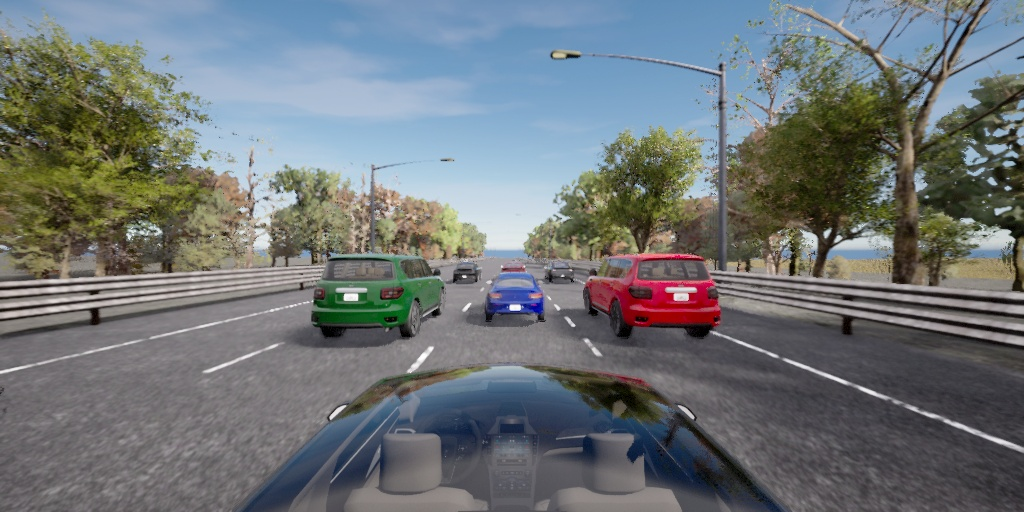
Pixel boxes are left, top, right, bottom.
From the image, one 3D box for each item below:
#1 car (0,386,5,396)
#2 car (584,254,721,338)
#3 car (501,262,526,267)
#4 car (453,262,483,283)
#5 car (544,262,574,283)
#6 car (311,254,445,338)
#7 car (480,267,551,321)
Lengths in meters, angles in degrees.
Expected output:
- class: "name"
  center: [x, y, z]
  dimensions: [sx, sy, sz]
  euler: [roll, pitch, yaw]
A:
- class: "car"
  center: [-6.900, 1.297, 1.662]
  dimensions: [2.033, 1.411, 5.357]
  euler: [0, 0, 0]
- class: "car"
  center: [3.600, 0.964, 10.308]
  dimensions: [2.150, 2.045, 5.566]
  euler: [0, 0, 0]
- class: "car"
  center: [0.096, 1.202, 29.491]
  dimensions: [1.882, 1.535, 5.008]
  euler: [0, 0, 0]
- class: "car"
  center: [-3.403, 1.231, 28.003]
  dimensions: [1.837, 1.490, 4.892]
  euler: [0, 0, 0]
- class: "car"
  center: [3.597, 1.218, 27.907]
  dimensions: [2.128, 1.511, 4.902]
  euler: [0, 0, 0]
- class: "car"
  center: [-3.400, 0.963, 10.259]
  dimensions: [2.150, 2.045, 5.566]
  euler: [0, 0, 0]
- class: "car"
  center: [0.101, 1.266, 12.259]
  dimensions: [1.812, 1.442, 4.674]
  euler: [0, 0, 0]
